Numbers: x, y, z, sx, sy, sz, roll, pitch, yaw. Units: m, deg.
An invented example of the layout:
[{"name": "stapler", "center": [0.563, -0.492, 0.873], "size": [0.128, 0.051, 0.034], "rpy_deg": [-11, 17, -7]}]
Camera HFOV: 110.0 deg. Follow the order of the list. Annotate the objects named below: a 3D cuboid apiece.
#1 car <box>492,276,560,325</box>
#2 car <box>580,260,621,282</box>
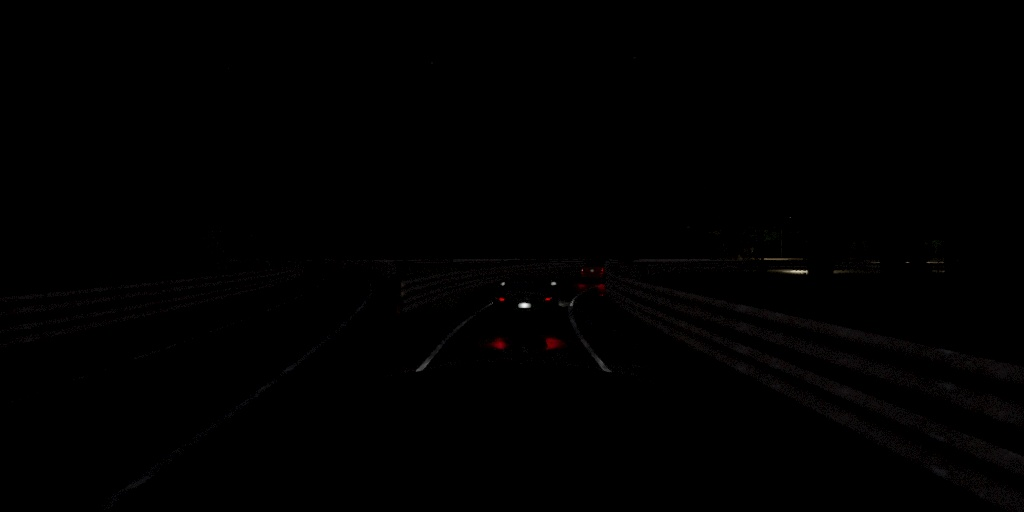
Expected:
[{"name": "car", "center": [0.542, 1.343, 11.957], "size": [1.994, 1.385, 4.181], "rpy_deg": [-1, 0, 6]}, {"name": "car", "center": [7.355, 1.145, 29.472], "size": [2.097, 1.767, 4.553], "rpy_deg": [-1, 0, 33]}]
